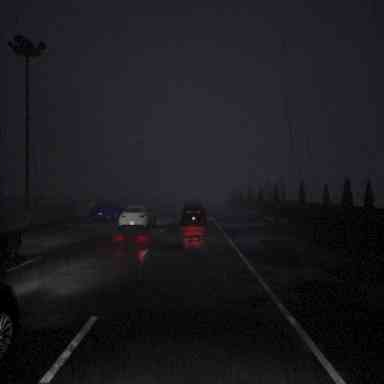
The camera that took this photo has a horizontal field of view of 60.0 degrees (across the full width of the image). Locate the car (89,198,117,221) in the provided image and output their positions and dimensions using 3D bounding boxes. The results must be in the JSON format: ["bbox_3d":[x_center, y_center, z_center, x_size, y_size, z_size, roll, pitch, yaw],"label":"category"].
[{"bbox_3d":[-6.886,1.494,27.504,1.882,1.535,5.008,0,0,0],"label":"car"}]

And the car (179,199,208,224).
[{"bbox_3d":[0.113,1.521,24.931,1.837,1.490,4.892,0,0,0],"label":"car"}]

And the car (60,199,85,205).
[{"bbox_3d":[-14.028,1.571,39.111,2.033,1.411,5.357,0,0,0],"label":"car"}]

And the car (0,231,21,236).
[{"bbox_3d":[-6.895,1.607,9.624,1.895,1.301,4.718,0,0,0],"label":"car"}]

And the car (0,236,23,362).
[{"bbox_3d":[-3.398,1.493,2.837,2.128,1.511,4.902,0,0,0],"label":"car"}]

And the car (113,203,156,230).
[{"bbox_3d":[-3.388,1.538,21.094,1.812,1.442,4.674,0,0,0],"label":"car"}]
